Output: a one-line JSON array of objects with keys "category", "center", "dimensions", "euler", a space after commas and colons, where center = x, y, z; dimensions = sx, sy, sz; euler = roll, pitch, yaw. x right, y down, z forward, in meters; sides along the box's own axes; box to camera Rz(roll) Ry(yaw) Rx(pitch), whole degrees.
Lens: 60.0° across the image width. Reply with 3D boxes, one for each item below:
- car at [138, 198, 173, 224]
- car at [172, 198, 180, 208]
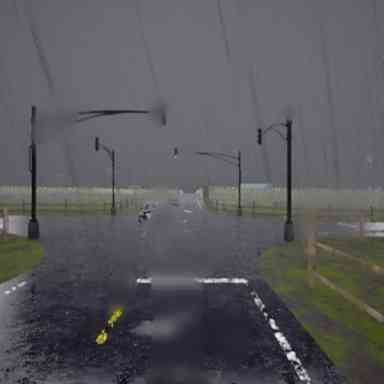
[{"category": "car", "center": [-2.812, 1.484, 24.899], "dimensions": [2.128, 1.511, 4.902], "euler": [1, 0, 0]}, {"category": "car", "center": [-2.824, 1.570, 49.291], "dimensions": [2.033, 1.411, 5.357], "euler": [0, 0, 0]}]
